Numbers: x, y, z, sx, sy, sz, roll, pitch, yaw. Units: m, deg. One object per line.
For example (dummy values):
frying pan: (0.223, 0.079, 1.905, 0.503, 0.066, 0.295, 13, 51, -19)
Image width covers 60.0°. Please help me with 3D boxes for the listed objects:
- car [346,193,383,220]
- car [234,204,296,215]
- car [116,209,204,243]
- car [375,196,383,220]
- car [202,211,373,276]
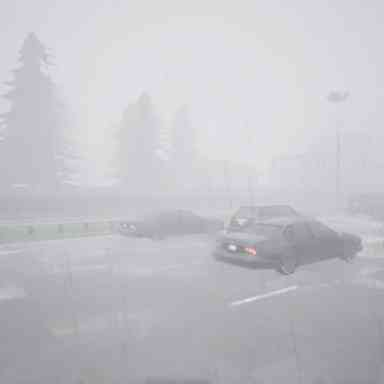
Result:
car: (14.844, 1.095, 27.233, 5.566, 2.045, 2.150, 0, 0, -36)
car: (3.774, 1.299, 15.036, 4.553, 1.767, 2.097, 0, 0, -35)
car: (-0.885, 1.509, 16.014, 5.357, 1.411, 2.033, 0, 0, -36)
car: (7.588, 1.170, 9.159, 5.566, 2.045, 2.150, 0, 0, -35)
car: (3.118, 1.509, 10.269, 5.357, 1.411, 2.033, 0, 0, -35)
